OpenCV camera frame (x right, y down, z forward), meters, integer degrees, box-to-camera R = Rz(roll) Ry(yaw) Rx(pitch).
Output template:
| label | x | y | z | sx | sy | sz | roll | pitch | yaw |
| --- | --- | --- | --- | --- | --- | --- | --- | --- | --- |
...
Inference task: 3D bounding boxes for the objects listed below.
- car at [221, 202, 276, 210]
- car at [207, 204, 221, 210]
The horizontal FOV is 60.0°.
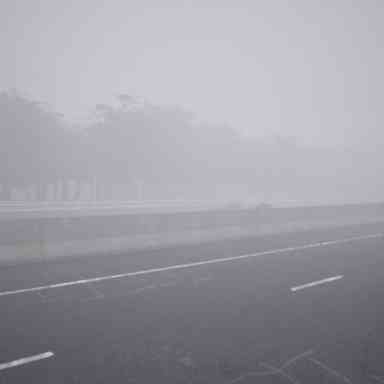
| label | x | y | z | sx | sy | sz | roll | pitch | yaw |
| --- | --- | --- | --- | --- | --- | --- | --- | --- | --- |
| car | 4.666 | 1.496 | 24.399 | 4.674 | 1.442 | 1.812 | 0 | 0 | -35 |
| car | 3.058 | 1.533 | 27.547 | 4.181 | 1.385 | 1.994 | 0 | 0 | -35 |
